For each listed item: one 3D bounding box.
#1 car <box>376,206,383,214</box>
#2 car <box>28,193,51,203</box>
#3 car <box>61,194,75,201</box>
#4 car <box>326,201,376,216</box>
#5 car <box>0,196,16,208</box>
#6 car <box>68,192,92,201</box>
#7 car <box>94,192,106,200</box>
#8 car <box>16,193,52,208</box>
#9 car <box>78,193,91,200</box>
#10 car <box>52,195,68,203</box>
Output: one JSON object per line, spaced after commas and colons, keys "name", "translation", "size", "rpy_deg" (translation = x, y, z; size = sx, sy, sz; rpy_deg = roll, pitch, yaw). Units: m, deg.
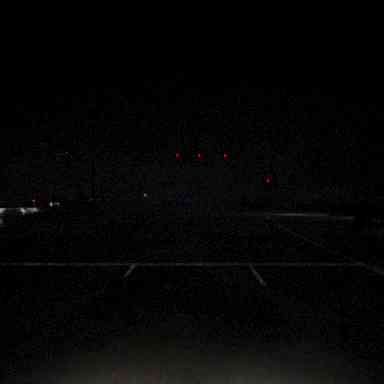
{"name": "car", "translation": [17.406, 1.453, 26.321], "size": [4.181, 1.385, 1.994], "rpy_deg": [0, 0, 5]}
{"name": "car", "translation": [-28.066, 1.062, 61.410], "size": [2.097, 1.767, 4.553], "rpy_deg": [0, 0, 0]}
{"name": "car", "translation": [-28.431, 1.229, 76.237], "size": [1.895, 1.301, 4.718], "rpy_deg": [0, 0, -7]}
{"name": "car", "translation": [14.772, 1.470, 30.284], "size": [4.718, 1.301, 1.895], "rpy_deg": [0, 0, 8]}
{"name": "car", "translation": [-24.623, 1.327, 43.531], "size": [1.812, 1.442, 4.674], "rpy_deg": [0, 1, 0]}
{"name": "car", "translation": [-21.083, 1.206, 62.846], "size": [1.837, 1.490, 4.892], "rpy_deg": [0, 0, 1]}
{"name": "car", "translation": [-21.606, 1.220, 78.003], "size": [1.895, 1.301, 4.718], "rpy_deg": [0, 0, -7]}
{"name": "car", "translation": [-21.129, 1.148, 44.729], "size": [2.097, 1.767, 4.553], "rpy_deg": [0, 0, 0]}
{"name": "car", "translation": [-25.065, 1.105, 77.495], "size": [1.882, 1.535, 5.008], "rpy_deg": [0, 0, -7]}
{"name": "car", "translation": [-24.576, 1.254, 62.070], "size": [2.033, 1.411, 5.357], "rpy_deg": [0, 0, 1]}
